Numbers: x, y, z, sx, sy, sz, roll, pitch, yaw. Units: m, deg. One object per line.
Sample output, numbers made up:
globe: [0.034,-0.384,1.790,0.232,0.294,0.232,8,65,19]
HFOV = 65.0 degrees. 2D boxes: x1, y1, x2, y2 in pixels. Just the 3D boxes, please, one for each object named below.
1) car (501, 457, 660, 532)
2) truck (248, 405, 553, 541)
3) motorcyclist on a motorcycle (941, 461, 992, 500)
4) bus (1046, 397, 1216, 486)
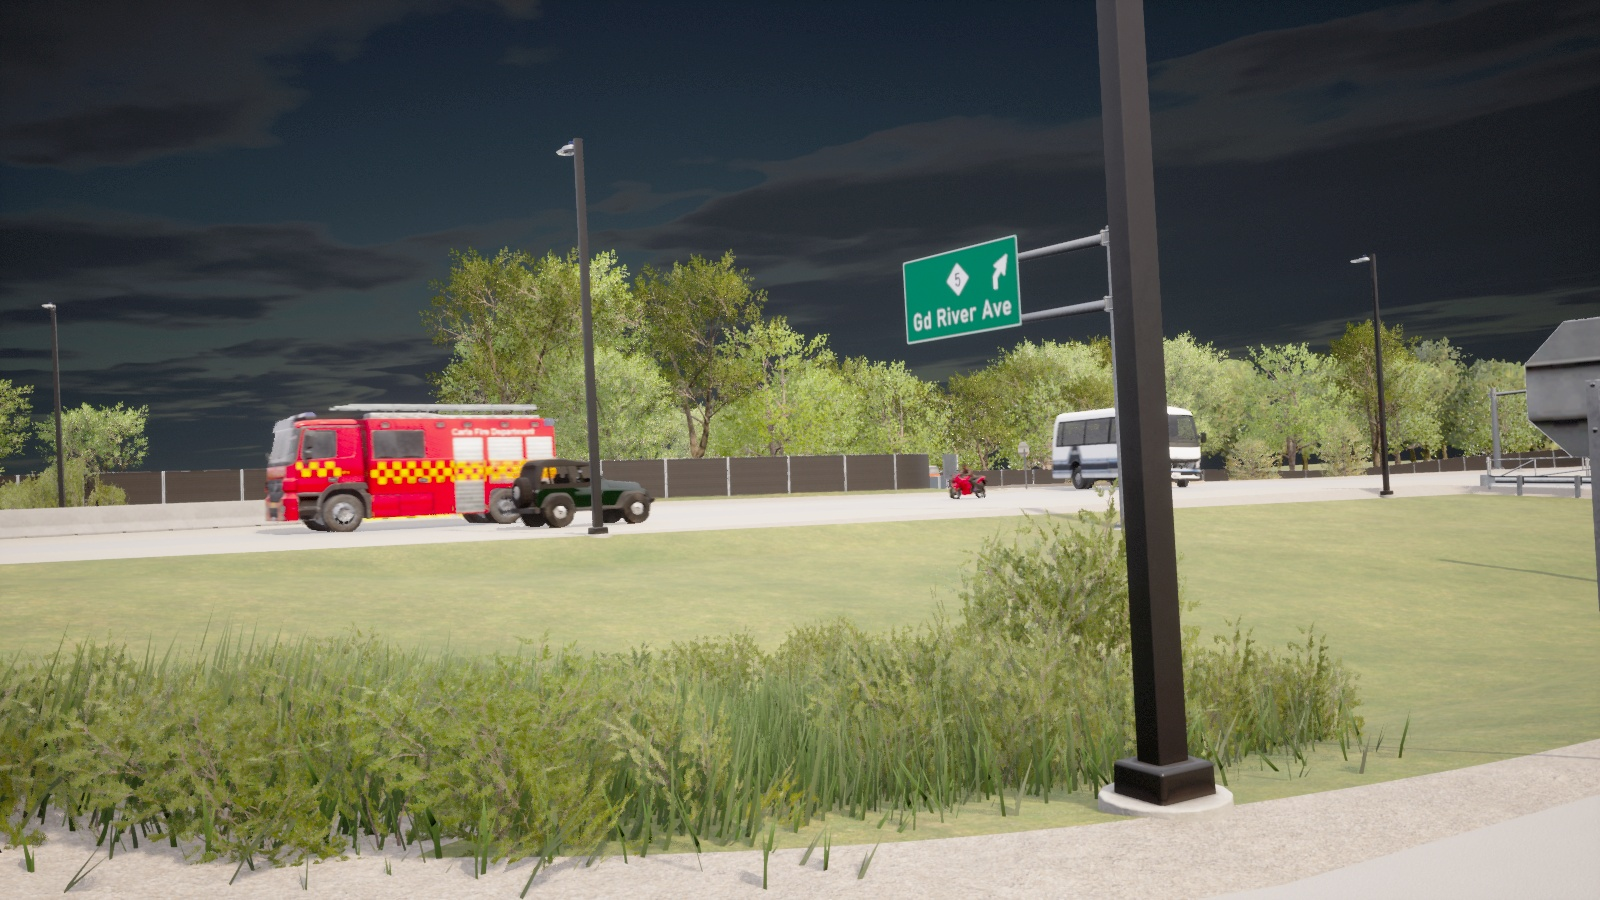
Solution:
car: [-6.092,1.220,34.941,3.866,1.878,1.905,-2,-2,-35]
truck: [-12.324,0.633,39.184,8.468,3.827,2.891,-2,-2,-35]
motorcyclist on a motorcycle: [6.953,1.257,52.453,2.044,1.523,0.797,-2,-2,-34]
bus: [17.004,-0.235,65.593,3.944,4.253,10.273,1,-2,-15]
